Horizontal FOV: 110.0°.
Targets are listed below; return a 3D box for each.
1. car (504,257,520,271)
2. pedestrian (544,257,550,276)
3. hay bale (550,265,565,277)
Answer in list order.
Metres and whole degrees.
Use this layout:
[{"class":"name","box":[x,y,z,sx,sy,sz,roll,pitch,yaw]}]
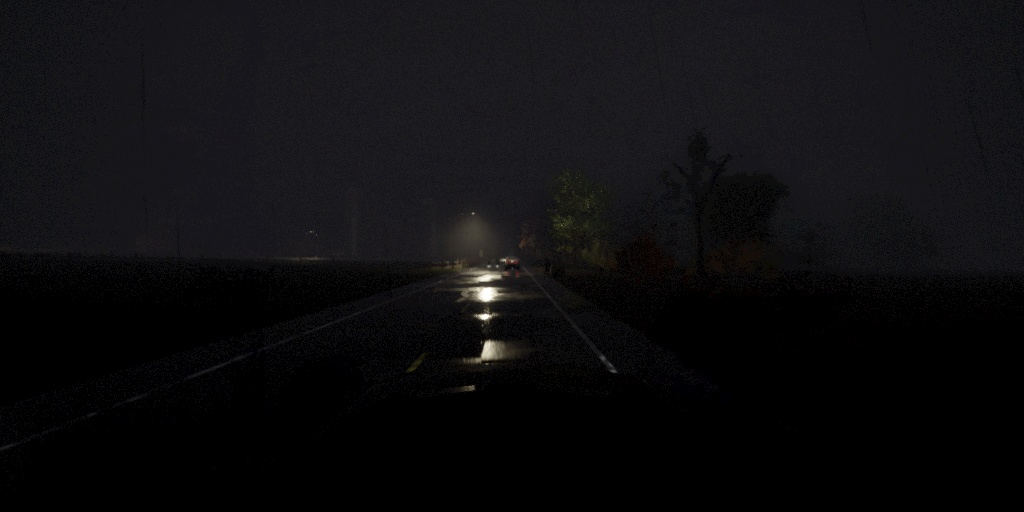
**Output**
[{"class":"car","box":[0.058,1.144,43.840,1.895,1.301,4.718,0,0,0]},{"class":"pedestrian","box":[3.231,0.890,32.757,0.375,1.860,0.375,-1,1,-2]},{"class":"hay bale","box":[4.015,1.258,31.667,1.220,1.180,1.240,0,0,0]}]
